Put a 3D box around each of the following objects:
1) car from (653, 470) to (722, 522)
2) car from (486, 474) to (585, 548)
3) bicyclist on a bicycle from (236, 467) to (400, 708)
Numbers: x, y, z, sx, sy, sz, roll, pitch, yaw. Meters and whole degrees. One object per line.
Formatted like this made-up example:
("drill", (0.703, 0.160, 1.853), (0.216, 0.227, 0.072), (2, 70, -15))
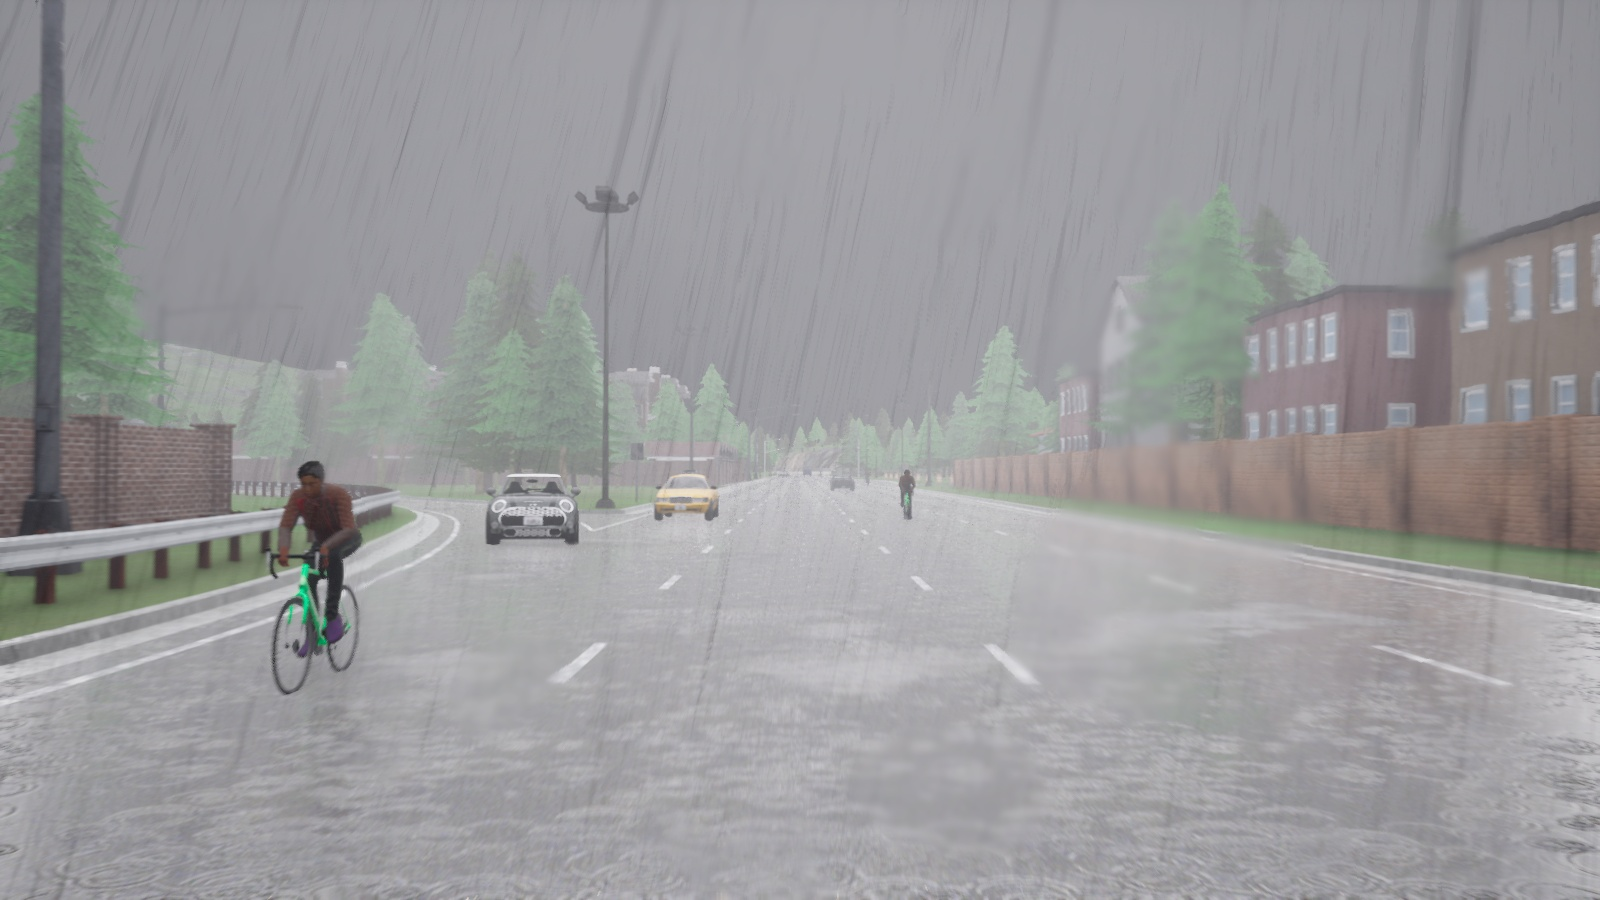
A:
("car", (-3.601, 1.450, 40.991), (1.801, 1.575, 5.366), (0, -1, 0))
("car", (-5.743, 1.259, 27.363), (1.970, 1.475, 3.806), (0, -1, -11))
("bicyclist on a bicycle", (-3.523, 0.937, 9.314), (0.582, 1.620, 1.656), (0, -1, 0))
